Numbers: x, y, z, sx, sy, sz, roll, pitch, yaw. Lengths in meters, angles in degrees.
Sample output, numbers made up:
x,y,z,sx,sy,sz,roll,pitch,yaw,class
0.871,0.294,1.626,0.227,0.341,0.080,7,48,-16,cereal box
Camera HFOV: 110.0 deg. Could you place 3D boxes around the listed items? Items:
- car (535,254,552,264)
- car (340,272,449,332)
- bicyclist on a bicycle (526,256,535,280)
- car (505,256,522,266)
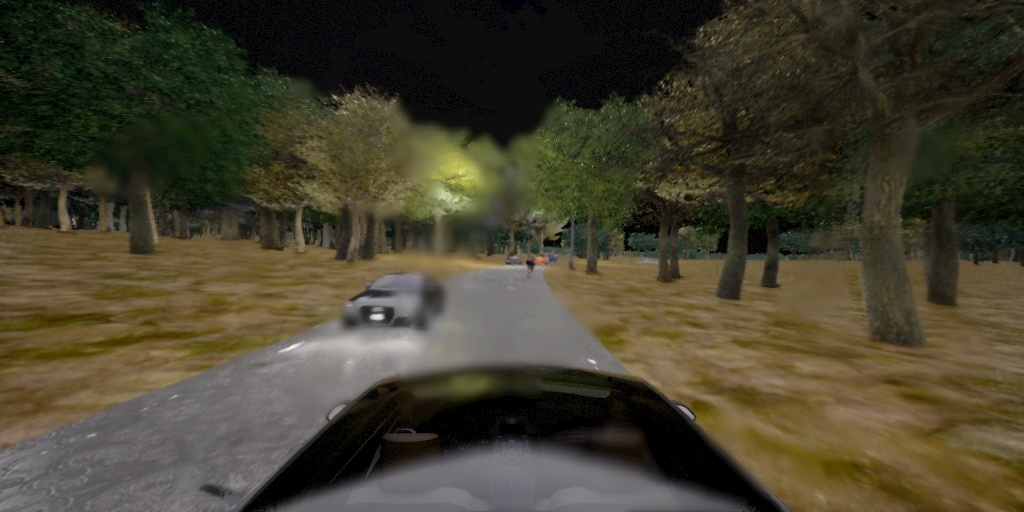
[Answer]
x,y,z,sx,sy,sz,roll,pitch,yaw,class
5.358,0.557,63.311,2.097,1.767,4.553,1,0,12,car
-3.043,1.169,10.156,1.994,1.385,4.181,1,1,1,car
1.325,0.841,26.712,0.659,1.776,1.843,1,1,3,bicyclist on a bicycle
0.304,0.729,52.882,1.994,1.385,4.181,1,0,9,car
